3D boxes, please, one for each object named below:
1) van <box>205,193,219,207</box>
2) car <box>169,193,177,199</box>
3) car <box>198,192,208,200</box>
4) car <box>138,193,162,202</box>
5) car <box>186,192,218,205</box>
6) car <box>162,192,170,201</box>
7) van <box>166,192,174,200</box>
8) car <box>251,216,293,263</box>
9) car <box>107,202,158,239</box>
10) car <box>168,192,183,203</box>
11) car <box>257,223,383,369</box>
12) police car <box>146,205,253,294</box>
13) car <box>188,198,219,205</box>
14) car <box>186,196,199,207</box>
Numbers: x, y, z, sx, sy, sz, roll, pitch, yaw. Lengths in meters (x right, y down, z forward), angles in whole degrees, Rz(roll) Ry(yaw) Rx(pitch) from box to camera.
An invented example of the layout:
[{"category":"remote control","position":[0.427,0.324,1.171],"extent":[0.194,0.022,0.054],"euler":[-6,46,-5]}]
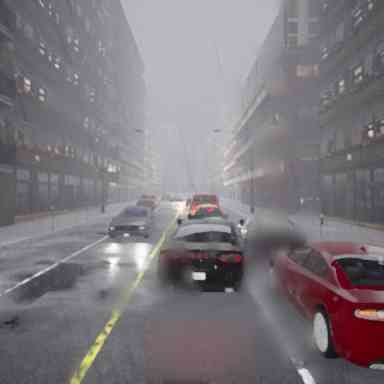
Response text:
[{"category":"van","position":[2.644,1.101,45.471],"extent":[1.690,1.788,3.998],"euler":[1,0,0]},{"category":"car","position":[-5.169,1.090,90.821],"extent":[1.947,1.339,4.313],"euler":[1,0,0]},{"category":"car","position":[2.697,0.897,79.495],"extent":[2.192,1.841,5.009],"euler":[1,0,0]},{"category":"car","position":[-5.244,1.106,39.782],"extent":[2.192,1.841,5.009],"euler":[1,0,0]},{"category":"car","position":[0.861,1.094,24.647],"extent":[2.150,2.045,5.566],"euler":[0,0,0]},{"category":"car","position":[-5.201,0.957,68.136],"extent":[2.192,1.841,5.009],"euler":[1,0,0]},{"category":"van","position":[-5.184,0.924,79.478],"extent":[1.690,1.788,3.998],"euler":[1,0,0]},{"category":"car","position":[2.590,1.490,11.447],"extent":[2.008,1.369,4.403],"euler":[1,0,0]},{"category":"car","position":[-2.828,1.457,17.018],"extent":[2.033,1.411,5.357],"euler":[0,0,0]},{"category":"car","position":[-2.714,1.249,59.663],"extent":[1.994,1.385,4.181],"euler":[0,0,1]},{"category":"car","position":[2.581,1.513,5.776],"extent":[1.887,1.381,4.507],"euler":[1,0,0]},{"category":"police car","position":[0.448,1.377,8.874],"extent":[1.930,1.638,5.238],"euler":[0,0,7]},{"category":"car","position":[0.851,1.356,18.808],"extent":[1.801,1.575,5.366],"euler":[0,0,0]},{"category":"car","position":[0.086,1.281,46.310],"extent":[1.812,1.442,4.674],"euler":[0,0,0]}]
